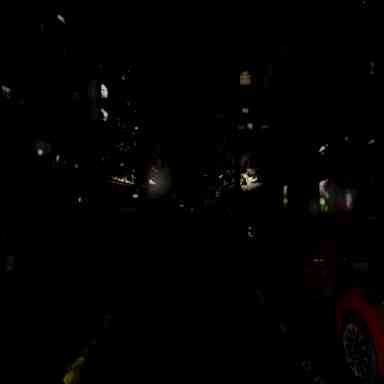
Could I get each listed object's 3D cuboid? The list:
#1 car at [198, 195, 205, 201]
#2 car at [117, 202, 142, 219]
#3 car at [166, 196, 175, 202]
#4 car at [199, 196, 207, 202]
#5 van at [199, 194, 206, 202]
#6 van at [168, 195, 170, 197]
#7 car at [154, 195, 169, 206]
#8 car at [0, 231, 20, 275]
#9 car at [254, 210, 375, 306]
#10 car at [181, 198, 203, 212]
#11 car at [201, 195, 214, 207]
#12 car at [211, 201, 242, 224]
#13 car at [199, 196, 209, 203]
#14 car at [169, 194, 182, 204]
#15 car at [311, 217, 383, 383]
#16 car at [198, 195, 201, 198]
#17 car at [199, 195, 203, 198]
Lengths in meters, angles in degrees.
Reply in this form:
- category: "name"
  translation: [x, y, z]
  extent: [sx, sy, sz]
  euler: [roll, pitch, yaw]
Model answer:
- category: "car"
  translation: [2.706, 1.670, 93.395]
  extent: [1.967, 1.590, 4.097]
  euler: [1, 0, 0]
- category: "car"
  translation: [-5.676, 1.599, 30.503]
  extent: [1.752, 1.417, 4.829]
  euler: [1, 0, 0]
- category: "car"
  translation: [-5.676, 1.765, 87.636]
  extent: [2.008, 1.369, 4.403]
  euler: [1, 0, 0]
- category: "car"
  translation: [2.704, 1.783, 82.002]
  extent: [1.802, 1.307, 4.206]
  euler: [1, 0, 0]
- category: "van"
  translation: [2.708, 1.556, 87.699]
  extent: [1.690, 1.788, 3.998]
  euler: [1, 0, 0]
- category: "van"
  translation: [-5.672, 1.513, 70.547]
  extent: [1.690, 1.788, 3.998]
  euler: [1, 0, 0]
- category: "car"
  translation: [-5.677, 1.710, 59.154]
  extent: [1.947, 1.339, 4.313]
  euler: [1, 0, 0]
- category: "car"
  translation: [-5.799, 1.570, 7.889]
  extent: [2.008, 1.369, 4.403]
  euler: [1, 0, 0]
- category: "car"
  translation: [2.829, 1.335, 7.954]
  extent: [2.192, 1.841, 5.009]
  euler: [1, 0, 0]
- category: "car"
  translation: [0.014, 1.698, 40.133]
  extent: [1.895, 1.301, 4.718]
  euler: [0, 0, 0]
- category: "car"
  translation: [2.704, 1.675, 53.520]
  extent: [1.887, 1.381, 4.507]
  euler: [1, 0, 0]
- category: "car"
  translation: [2.704, 1.627, 25.038]
  extent: [1.947, 1.339, 4.313]
  euler: [1, 0, 0]
- category: "car"
  translation: [2.704, 1.737, 76.306]
  extent: [2.008, 1.369, 4.403]
  euler: [1, 0, 0]
- category: "car"
  translation: [-3.004, 1.645, 67.401]
  extent: [1.882, 1.535, 5.008]
  euler: [0, 0, 0]
- category: "car"
  translation: [2.838, 1.321, 2.254]
  extent: [2.192, 1.841, 5.009]
  euler: [1, 0, 0]
- category: "car"
  translation: [2.704, 1.724, 64.913]
  extent: [1.947, 1.339, 4.313]
  euler: [1, 0, 0]
- category: "car"
  translation: [2.704, 1.710, 59.216]
  extent: [1.947, 1.339, 4.313]
  euler: [1, 0, 0]
